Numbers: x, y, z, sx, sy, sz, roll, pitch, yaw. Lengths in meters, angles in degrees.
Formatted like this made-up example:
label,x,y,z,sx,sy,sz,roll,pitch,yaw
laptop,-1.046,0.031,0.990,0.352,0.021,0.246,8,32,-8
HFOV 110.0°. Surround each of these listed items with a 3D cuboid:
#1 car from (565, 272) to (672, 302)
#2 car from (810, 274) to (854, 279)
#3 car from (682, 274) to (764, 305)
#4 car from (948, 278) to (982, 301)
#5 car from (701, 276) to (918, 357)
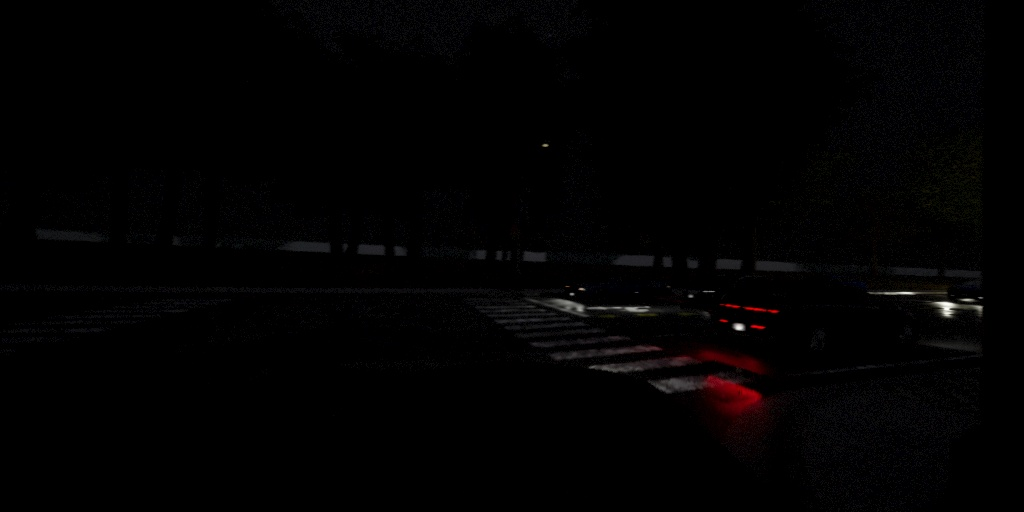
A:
label,x,y,z,sx,sy,sz,roll,pitch,yaw
car,5.455,1.542,18.281,5.357,1.411,2.033,2,-1,-18
car,20.202,1.919,22.961,5.008,1.535,1.882,2,-1,-18
car,10.130,1.560,16.354,4.902,1.511,2.128,2,-1,-18
car,30.103,2.161,22.679,5.008,1.535,1.882,2,-1,-17
car,7.211,1.358,8.500,4.892,1.490,1.837,2,-1,-18
